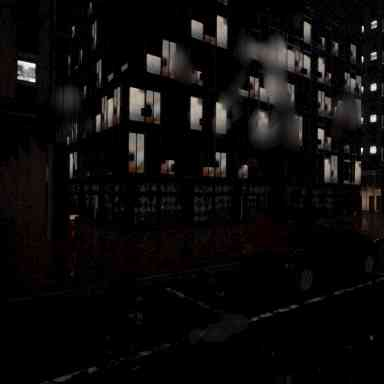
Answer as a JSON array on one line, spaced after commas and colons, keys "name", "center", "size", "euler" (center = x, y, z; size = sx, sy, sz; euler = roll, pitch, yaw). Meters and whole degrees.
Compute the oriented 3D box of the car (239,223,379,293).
[{"name": "car", "center": [3.227, 1.546, 8.853], "size": [4.507, 1.381, 1.887], "euler": [0, 1, -36]}]
